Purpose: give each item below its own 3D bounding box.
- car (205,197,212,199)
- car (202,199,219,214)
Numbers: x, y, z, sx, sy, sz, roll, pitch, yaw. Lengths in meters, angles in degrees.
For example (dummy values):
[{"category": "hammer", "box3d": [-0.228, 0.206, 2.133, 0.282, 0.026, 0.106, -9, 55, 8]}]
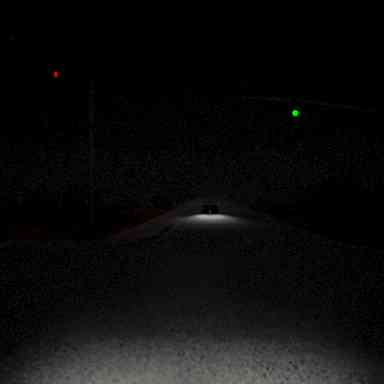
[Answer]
[{"category": "car", "box3d": [4.112, 1.929, 79.620, 1.882, 1.535, 5.008, 0, 0, 3]}, {"category": "car", "box3d": [2.049, 1.797, 37.811, 1.895, 1.301, 4.718, 0, 0, 3]}]
